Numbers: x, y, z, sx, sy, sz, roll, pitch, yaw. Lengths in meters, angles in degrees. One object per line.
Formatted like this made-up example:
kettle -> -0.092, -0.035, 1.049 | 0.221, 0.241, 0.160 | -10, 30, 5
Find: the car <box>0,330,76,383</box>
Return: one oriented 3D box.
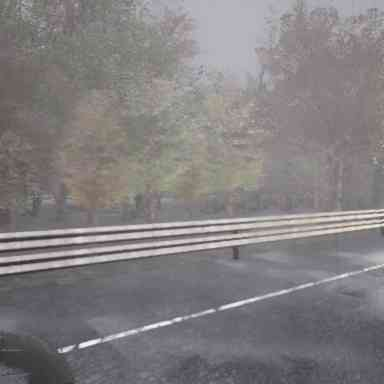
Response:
car -> -3.057, 1.504, 1.564 | 4.892, 1.490, 1.837 | 0, 0, -36
